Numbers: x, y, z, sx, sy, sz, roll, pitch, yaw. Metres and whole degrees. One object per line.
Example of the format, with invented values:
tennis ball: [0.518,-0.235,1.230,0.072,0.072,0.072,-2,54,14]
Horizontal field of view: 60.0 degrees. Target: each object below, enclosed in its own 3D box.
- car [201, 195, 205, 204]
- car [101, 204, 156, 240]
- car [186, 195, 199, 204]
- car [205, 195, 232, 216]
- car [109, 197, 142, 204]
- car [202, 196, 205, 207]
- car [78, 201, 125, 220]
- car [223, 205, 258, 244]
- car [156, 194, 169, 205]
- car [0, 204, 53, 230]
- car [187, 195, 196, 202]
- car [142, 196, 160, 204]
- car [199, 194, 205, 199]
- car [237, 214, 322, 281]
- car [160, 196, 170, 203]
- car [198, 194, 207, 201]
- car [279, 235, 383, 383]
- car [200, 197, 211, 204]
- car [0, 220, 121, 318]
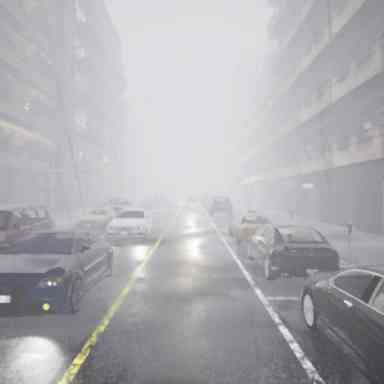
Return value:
car: [2.655,1.566,48.593,1.887,1.381,4.507,1,0,0]
car: [-3.015,1.547,17.008,1.812,1.442,4.674,0,0,0]
car: [-0.059,1.524,63.875,2.128,1.511,4.902,0,0,0]
car: [2.674,1.327,31.890,2.192,1.841,5.009,1,0,0]
car: [-5.701,1.326,26.348,2.192,1.841,5.009,1,0,0]
car: [2.661,1.569,43.026,2.008,1.369,4.403,1,0,0]
car: [-5.699,1.534,20.610,1.752,1.417,4.829,1,0,0]
car: [2.687,1.530,15.356,1.752,1.417,4.829,1,0,0]
car: [-5.732,1.346,59.755,2.192,1.841,5.009,1,0,0]
car: [-5.686,1.319,9.644,2.192,1.841,5.009,1,0,0]
car: [-0.068,1.470,74.056,2.033,1.411,5.357,0,0,0]
car: [-5.720,1.586,43.052,1.947,1.339,4.313,1,0,0]
car: [2.653,1.340,54.161,2.192,1.841,5.009,1,0,0]
car: [2.692,1.553,9.618,2.008,1.369,4.403,1,0,0]
car: [-5.746,1.621,70.891,1.802,1.307,4.206,1,0,0]
car: [2.622,1.364,87.570,2.192,1.841,5.009,1,0,0]
car: [2.697,1.551,4.051,2.008,1.369,4.403,1,0,0]
car: [2.639,1.598,65.297,1.947,1.339,4.313,1,0,0]
car: [-3.100,1.567,7.419,1.994,1.385,4.181,0,0,0]
